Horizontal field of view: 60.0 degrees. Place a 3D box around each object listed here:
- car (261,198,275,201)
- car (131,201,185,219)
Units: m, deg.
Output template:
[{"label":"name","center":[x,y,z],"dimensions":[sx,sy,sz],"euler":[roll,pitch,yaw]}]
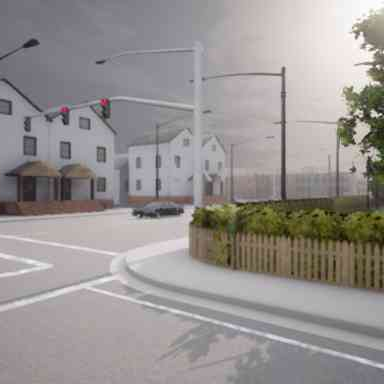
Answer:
[{"label":"car","center":[11.171,1.574,49.096],"dimensions":[1.895,1.301,4.718],"euler":[0,0,35]},{"label":"car","center":[-2.802,1.522,28.930],"dimensions":[2.033,1.411,5.357],"euler":[0,0,35]}]
